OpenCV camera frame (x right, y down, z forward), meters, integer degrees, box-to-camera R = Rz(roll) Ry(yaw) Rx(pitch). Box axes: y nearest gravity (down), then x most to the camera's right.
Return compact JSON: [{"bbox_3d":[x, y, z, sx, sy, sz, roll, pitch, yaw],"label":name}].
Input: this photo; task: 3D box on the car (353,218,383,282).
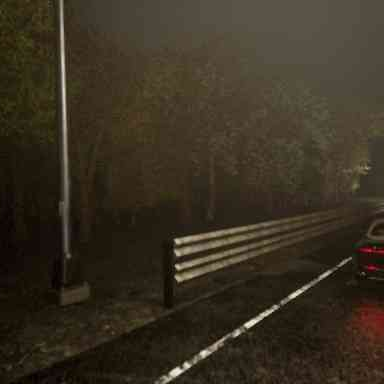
[{"bbox_3d":[5.677,1.404,8.767,1.837,1.490,4.892,-2,-1,39],"label":"car"}]
